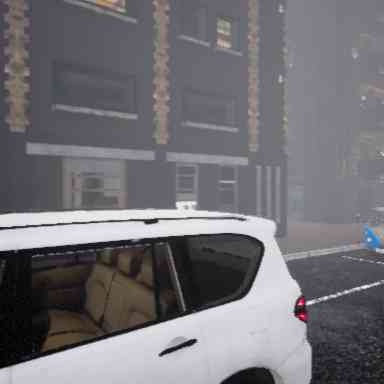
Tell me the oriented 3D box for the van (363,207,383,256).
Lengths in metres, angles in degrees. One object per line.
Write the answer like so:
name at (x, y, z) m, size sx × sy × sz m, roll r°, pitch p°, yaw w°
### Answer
van at (7.826, 1.403, 11.959) m, size 3.998 × 1.788 × 1.690 m, roll 1°, pitch -1°, yaw -35°

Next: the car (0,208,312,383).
car at (-1.512, 1.185, 2.344) m, size 5.566 × 2.045 × 2.150 m, roll 1°, pitch 0°, yaw -35°
